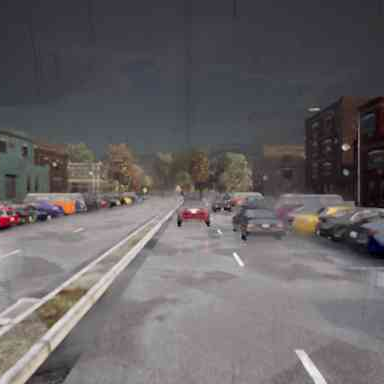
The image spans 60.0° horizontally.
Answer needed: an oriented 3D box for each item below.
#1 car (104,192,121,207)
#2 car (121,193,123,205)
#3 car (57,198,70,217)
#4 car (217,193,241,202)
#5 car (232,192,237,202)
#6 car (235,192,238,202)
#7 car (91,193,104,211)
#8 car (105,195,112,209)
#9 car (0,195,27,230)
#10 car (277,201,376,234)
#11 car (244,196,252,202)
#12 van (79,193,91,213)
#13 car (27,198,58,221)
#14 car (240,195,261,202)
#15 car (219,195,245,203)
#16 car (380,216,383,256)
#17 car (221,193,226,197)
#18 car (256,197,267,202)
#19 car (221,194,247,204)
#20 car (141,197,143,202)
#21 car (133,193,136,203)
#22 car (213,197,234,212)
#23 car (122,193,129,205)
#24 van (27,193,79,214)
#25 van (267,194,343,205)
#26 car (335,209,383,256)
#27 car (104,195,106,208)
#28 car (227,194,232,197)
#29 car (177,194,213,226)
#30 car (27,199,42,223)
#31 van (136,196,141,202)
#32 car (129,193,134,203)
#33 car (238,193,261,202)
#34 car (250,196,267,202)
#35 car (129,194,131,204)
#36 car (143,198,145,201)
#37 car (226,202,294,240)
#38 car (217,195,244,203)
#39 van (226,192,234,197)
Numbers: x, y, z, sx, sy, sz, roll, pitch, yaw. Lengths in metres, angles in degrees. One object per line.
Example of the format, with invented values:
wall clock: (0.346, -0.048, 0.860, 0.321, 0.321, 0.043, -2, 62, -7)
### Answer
car: (-12.499, 1.087, 42.948, 5.566, 2.045, 2.435, 0, 0, 0)
car: (-12.710, 1.337, 45.853, 5.366, 1.575, 1.946, 0, 0, 0)
car: (-12.540, 1.391, 26.274, 4.674, 1.452, 2.002, 0, 0, 0)
car: (7.618, 1.192, 68.905, 4.553, 1.767, 2.185, 0, 0, 0)
car: (7.677, 1.215, 41.324, 4.553, 1.767, 2.185, 0, 0, 0)
car: (7.677, 1.217, 38.567, 4.553, 1.767, 2.185, 0, 0, 0)
car: (-12.563, 1.089, 34.736, 5.566, 2.045, 2.435, 0, 0, 0)
car: (-12.527, 1.378, 40.230, 4.674, 1.452, 2.002, 0, 0, 0)
car: (-12.522, 1.121, 18.060, 5.566, 2.045, 2.435, 0, 0, 0)
car: (7.640, 1.424, 19.268, 4.674, 1.452, 2.002, 0, 0, 0)
car: (7.638, 1.354, 30.295, 4.892, 1.521, 2.231, 0, 0, 0)
van: (-12.421, 1.116, 31.956, 4.442, 1.987, 1.878, 0, 0, 0)
car: (-12.516, 1.387, 23.620, 4.792, 1.488, 2.163, 0, 0, 0)
car: (7.638, 1.350, 33.052, 4.892, 1.521, 2.231, 0, 0, 0)
car: (7.646, 1.374, 63.387, 4.674, 1.452, 2.002, 0, 0, 0)
car: (7.644, 1.471, 8.239, 4.674, 1.452, 2.002, 0, 0, 0)
car: (7.462, 1.338, 49.596, 5.366, 1.575, 1.946, 0, 0, 0)
car: (7.637, 1.367, 24.782, 4.892, 1.521, 2.231, 0, 0, 0)
car: (7.617, 1.214, 60.629, 4.553, 1.767, 2.185, 0, 0, 0)
car: (-12.539, 1.215, 65.313, 4.553, 1.767, 2.185, 0, 0, 0)
car: (-12.546, 1.224, 56.969, 4.553, 1.767, 2.185, 0, 0, 0)
car: (3.099, 1.465, 36.128, 1.895, 1.301, 4.718, 0, 0, 0)
car: (-12.552, 1.091, 48.633, 5.566, 2.045, 2.435, 0, 0, 0)
van: (-12.657, 1.121, 29.179, 4.442, 1.987, 1.878, 0, 0, 0)
van: (7.526, 1.149, 21.900, 4.442, 1.987, 1.878, 0, 0, 0)
car: (7.671, 1.448, 10.995, 4.792, 1.488, 2.163, 0, 0, 0)
car: (-12.530, 1.378, 37.515, 4.674, 1.452, 2.002, 0, 0, 0)
car: (7.652, 1.340, 44.081, 5.008, 1.535, 2.097, 0, 0, 0)
car: (0.105, 1.244, 22.724, 2.097, 1.767, 4.553, 0, 0, 0)
car: (-12.542, 1.366, 20.842, 4.892, 1.521, 2.231, 0, 0, 0)
van: (-12.393, 1.124, 62.405, 4.442, 1.987, 1.878, 0, 0, 0)
car: (-12.512, 1.347, 54.065, 5.008, 1.535, 2.097, 0, 0, 0)
car: (7.614, 1.219, 35.809, 4.553, 1.767, 2.185, 0, 0, 0)
car: (7.638, 1.361, 27.538, 4.892, 1.521, 2.231, 0, 0, 0)
car: (-12.526, 1.346, 51.411, 4.892, 1.521, 2.231, 0, 0, 0)
car: (-12.473, 1.344, 70.749, 4.792, 1.488, 2.163, 0, 0, 0)
car: (3.108, 1.462, 16.453, 2.033, 1.411, 5.357, 0, 0, 0)
car: (7.654, 1.328, 66.143, 5.008, 1.535, 2.097, 0, 0, 0)
van: (7.530, 1.114, 46.838, 4.442, 1.987, 1.878, 0, 0, 0)
